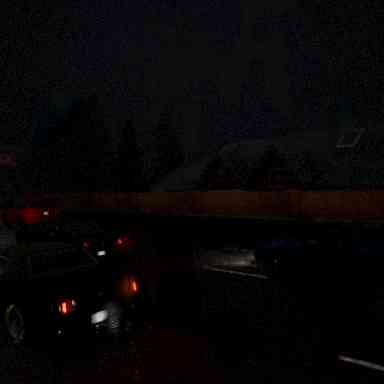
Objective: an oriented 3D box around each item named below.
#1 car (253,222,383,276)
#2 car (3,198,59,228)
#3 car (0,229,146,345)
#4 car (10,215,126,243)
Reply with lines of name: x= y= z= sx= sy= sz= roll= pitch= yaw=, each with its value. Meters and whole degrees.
car: x=4.499 y=1.588 z=9.451 sx=5.357 sy=1.411 sz=2.033 roll=-1 pitch=-1 yaw=37
car: x=-11.158 y=1.472 z=22.962 sx=5.566 sy=2.045 sz=2.150 roll=-1 pitch=0 yaw=45
car: x=-3.178 y=1.672 z=6.548 sx=4.718 sy=1.301 sz=1.895 roll=-1 pitch=-1 yaw=38
car: x=-4.626 y=1.725 z=12.240 sx=4.718 sy=1.301 sz=1.895 roll=-1 pitch=-1 yaw=40
